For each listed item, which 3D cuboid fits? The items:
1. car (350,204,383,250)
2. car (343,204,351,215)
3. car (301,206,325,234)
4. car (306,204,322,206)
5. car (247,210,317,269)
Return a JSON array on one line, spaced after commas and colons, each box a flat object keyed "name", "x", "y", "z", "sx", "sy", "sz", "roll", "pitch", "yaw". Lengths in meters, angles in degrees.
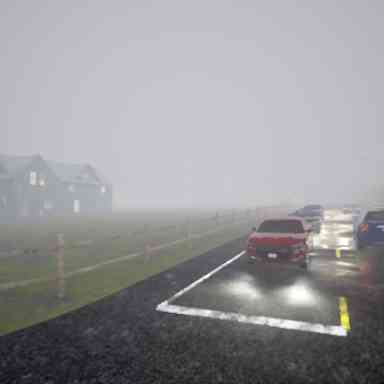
[{"name": "car", "x": 8.400, "y": 1.496, "z": 14.753, "sx": 2.097, "sy": 1.767, "sz": 4.553, "roll": -1, "pitch": -1, "yaw": 24}, {"name": "car", "x": 19.032, "y": 2.035, "z": 39.700, "sx": 1.895, "sy": 1.301, "sz": 4.718, "roll": -1, "pitch": -1, "yaw": 23}, {"name": "car", "x": 7.222, "y": 1.831, "z": 21.259, "sx": 1.994, "sy": 1.385, "sz": 4.181, "roll": -1, "pitch": -1, "yaw": 24}, {"name": "car", "x": 11.172, "y": 1.853, "z": 30.602, "sx": 1.882, "sy": 1.535, "sz": 5.008, "roll": -1, "pitch": -1, "yaw": 23}, {"name": "car", "x": 3.364, "y": 1.641, "z": 12.188, "sx": 1.882, "sy": 1.535, "sz": 5.008, "roll": -1, "pitch": -1, "yaw": 23}]
